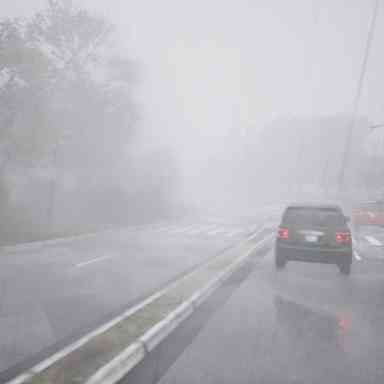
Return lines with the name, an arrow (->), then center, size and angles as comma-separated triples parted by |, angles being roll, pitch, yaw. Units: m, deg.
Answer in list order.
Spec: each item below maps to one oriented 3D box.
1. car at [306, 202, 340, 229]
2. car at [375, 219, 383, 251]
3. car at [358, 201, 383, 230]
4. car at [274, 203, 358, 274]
car -> 10.421, 1.739, 26.237 | 2.097, 1.767, 4.553 | 2, 0, 26
car -> 6.896, 1.771, 9.495 | 2.033, 1.411, 5.357 | 1, 0, 21
car -> 12.990, 1.679, 24.142 | 2.150, 2.045, 5.566 | 2, 0, 26
car -> 4.249, 1.396, 11.637 | 2.150, 2.045, 5.566 | 1, 0, 21
